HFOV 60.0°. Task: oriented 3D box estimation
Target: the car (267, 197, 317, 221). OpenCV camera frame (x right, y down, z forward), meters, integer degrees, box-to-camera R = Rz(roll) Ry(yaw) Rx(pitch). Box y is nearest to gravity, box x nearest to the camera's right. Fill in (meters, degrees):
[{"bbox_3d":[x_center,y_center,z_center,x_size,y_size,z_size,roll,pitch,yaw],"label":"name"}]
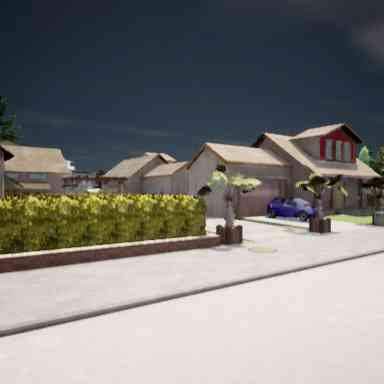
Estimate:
[{"bbox_3d":[6.915,1.119,22.389,1.845,1.501,3.633,0,0,-38],"label":"car"}]
